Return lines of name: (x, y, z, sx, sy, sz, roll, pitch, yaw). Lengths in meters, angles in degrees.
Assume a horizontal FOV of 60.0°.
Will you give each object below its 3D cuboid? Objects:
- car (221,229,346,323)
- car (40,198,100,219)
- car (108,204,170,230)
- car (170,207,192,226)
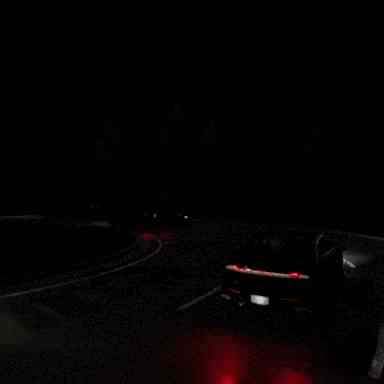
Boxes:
car: (2.301, 1.607, 7.628, 2.128, 1.511, 4.902, 0, -1, 29)
car: (-12.004, 1.573, 32.900, 5.566, 2.045, 2.150, 1, -1, -1)
car: (-4.080, 1.636, 23.840, 4.553, 1.767, 2.097, 0, -1, 43)
car: (-2.016, 1.899, 26.715, 4.181, 1.385, 1.994, 0, -1, 40)
